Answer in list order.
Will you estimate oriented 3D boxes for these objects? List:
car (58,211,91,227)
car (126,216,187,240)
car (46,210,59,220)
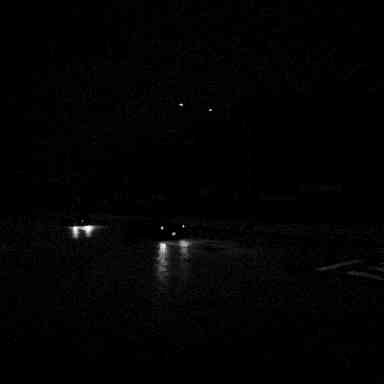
[{"bbox_3d":[-11.763,2.738,33.826,1.994,1.385,4.181,0,-2,-36],"label":"car"},{"bbox_3d":[-2.322,2.149,20.646,1.895,1.301,4.718,0,-2,-36],"label":"car"},{"bbox_3d":[-21.534,3.597,52.478,1.994,1.385,4.181,0,-2,-36],"label":"car"}]
